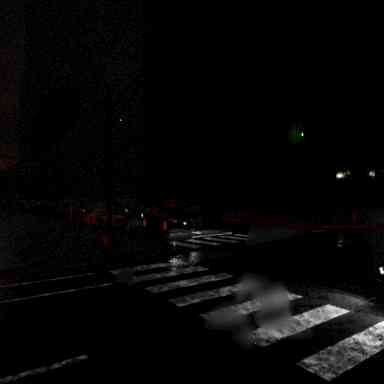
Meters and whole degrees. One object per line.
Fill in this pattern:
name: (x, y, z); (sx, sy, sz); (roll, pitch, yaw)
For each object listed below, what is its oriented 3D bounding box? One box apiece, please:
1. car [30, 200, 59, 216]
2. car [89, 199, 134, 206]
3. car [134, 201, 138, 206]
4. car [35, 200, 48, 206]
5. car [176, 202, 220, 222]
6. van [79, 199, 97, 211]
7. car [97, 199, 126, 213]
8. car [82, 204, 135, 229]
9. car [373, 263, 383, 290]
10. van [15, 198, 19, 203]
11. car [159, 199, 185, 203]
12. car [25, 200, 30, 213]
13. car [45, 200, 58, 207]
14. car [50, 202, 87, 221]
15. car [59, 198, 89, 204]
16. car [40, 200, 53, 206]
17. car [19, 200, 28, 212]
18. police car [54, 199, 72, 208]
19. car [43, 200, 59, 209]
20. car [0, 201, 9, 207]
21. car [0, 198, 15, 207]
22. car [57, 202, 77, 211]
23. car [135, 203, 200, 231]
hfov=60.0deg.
car: (-17.673, 1.899, 40.473); (2.192, 1.841, 5.009); (-1, 0, -35)
car: (-7.575, 1.740, 30.889); (2.097, 1.767, 4.553); (0, -1, -35)
car: (-5.273, 2.003, 37.774); (1.802, 1.307, 4.206); (-1, 0, -35)
car: (-37.738, 2.708, 83.430); (2.008, 1.369, 4.403); (-1, 0, -35)
car: (0.611, 1.827, 29.474); (1.887, 1.381, 4.507); (-1, 0, -35)
van: (-17.047, 2.035, 54.374); (1.690, 1.788, 3.998); (-1, 0, -35)
car: (-11.163, 1.873, 46.074); (2.192, 1.841, 5.009); (-1, 0, -35)
car: (-6.248, 1.842, 24.404); (1.752, 1.417, 4.829); (-1, 0, -35)
car: (6.534, 1.533, 6.361); (5.357, 1.411, 2.033); (0, 0, -1)
van: (-26.163, 2.121, 52.420); (1.690, 1.788, 3.998); (-1, 0, -35)
car: (-2.337, 1.667, 33.624); (2.192, 1.841, 5.009); (-1, 0, -35)
car: (-20.498, 2.195, 44.455); (1.887, 1.381, 4.507); (-1, 0, -35)
car: (-31.710, 2.593, 74.949); (1.947, 1.339, 4.313); (-1, 0, -35)
car: (-12.007, 2.003, 32.507); (2.008, 1.369, 4.403); (-1, 0, -35)
car: (-13.731, 1.754, 39.566); (2.150, 2.045, 5.566); (0, -1, -35)
car: (-34.724, 2.658, 79.190); (1.947, 1.339, 4.313); (-1, 0, -35)
car: (-23.330, 2.155, 48.437); (1.967, 1.590, 4.097); (-1, 0, -35)
police car: (-25.434, 2.305, 65.449); (1.930, 1.638, 5.238); (0, -1, -35)
car: (-26.975, 2.388, 63.706); (1.837, 1.490, 4.892); (0, -1, -35)
car: (-44.382, 2.769, 78.064); (1.802, 1.307, 4.206); (-1, 0, -35)
car: (-41.269, 2.665, 73.681); (1.887, 1.381, 4.507); (-1, 0, -35)
car: (-20.632, 2.339, 54.789); (1.895, 1.301, 4.718); (0, -1, -35)
car: (-1.819, 1.758, 22.826); (1.837, 1.490, 4.892); (0, -1, -35)
